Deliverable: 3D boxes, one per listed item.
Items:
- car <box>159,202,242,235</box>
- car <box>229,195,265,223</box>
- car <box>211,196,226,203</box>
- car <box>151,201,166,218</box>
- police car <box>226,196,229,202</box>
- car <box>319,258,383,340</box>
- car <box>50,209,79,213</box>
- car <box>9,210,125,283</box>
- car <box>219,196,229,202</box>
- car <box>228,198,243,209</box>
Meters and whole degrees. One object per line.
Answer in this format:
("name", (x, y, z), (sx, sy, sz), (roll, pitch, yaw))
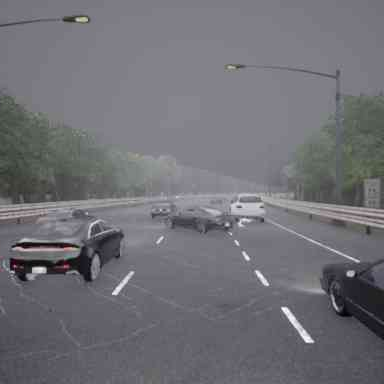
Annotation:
("car", (0.356, 1.525, 19.082), (1.812, 1.442, 4.674), (0, 0, -40))
("car", (4.260, 1.223, 25.766), (2.150, 2.045, 5.566), (0, 0, 4))
("car", (4.700, 1.521, 62.369), (2.128, 1.511, 4.902), (0, 0, 10))
("car", (-2.366, 1.552, 29.781), (2.033, 1.411, 5.357), (0, 0, 4))
("police car", (5.056, 1.512, 36.381), (2.038, 1.542, 4.974), (0, 0, 5))
("car", (3.510, 1.546, 4.401), (2.033, 1.411, 5.357), (0, 0, 0))
("car", (-6.531, 1.564, 17.502), (1.994, 1.385, 4.181), (0, 0, 2))
("car", (-3.274, 1.490, 9.664), (2.128, 1.511, 4.902), (0, 0, 1))
("car", (7.565, 1.633, 79.014), (1.895, 1.301, 4.718), (0, 0, 11))
("car", (6.137, 1.560, 47.001), (2.033, 1.411, 5.357), (0, 0, 7))
